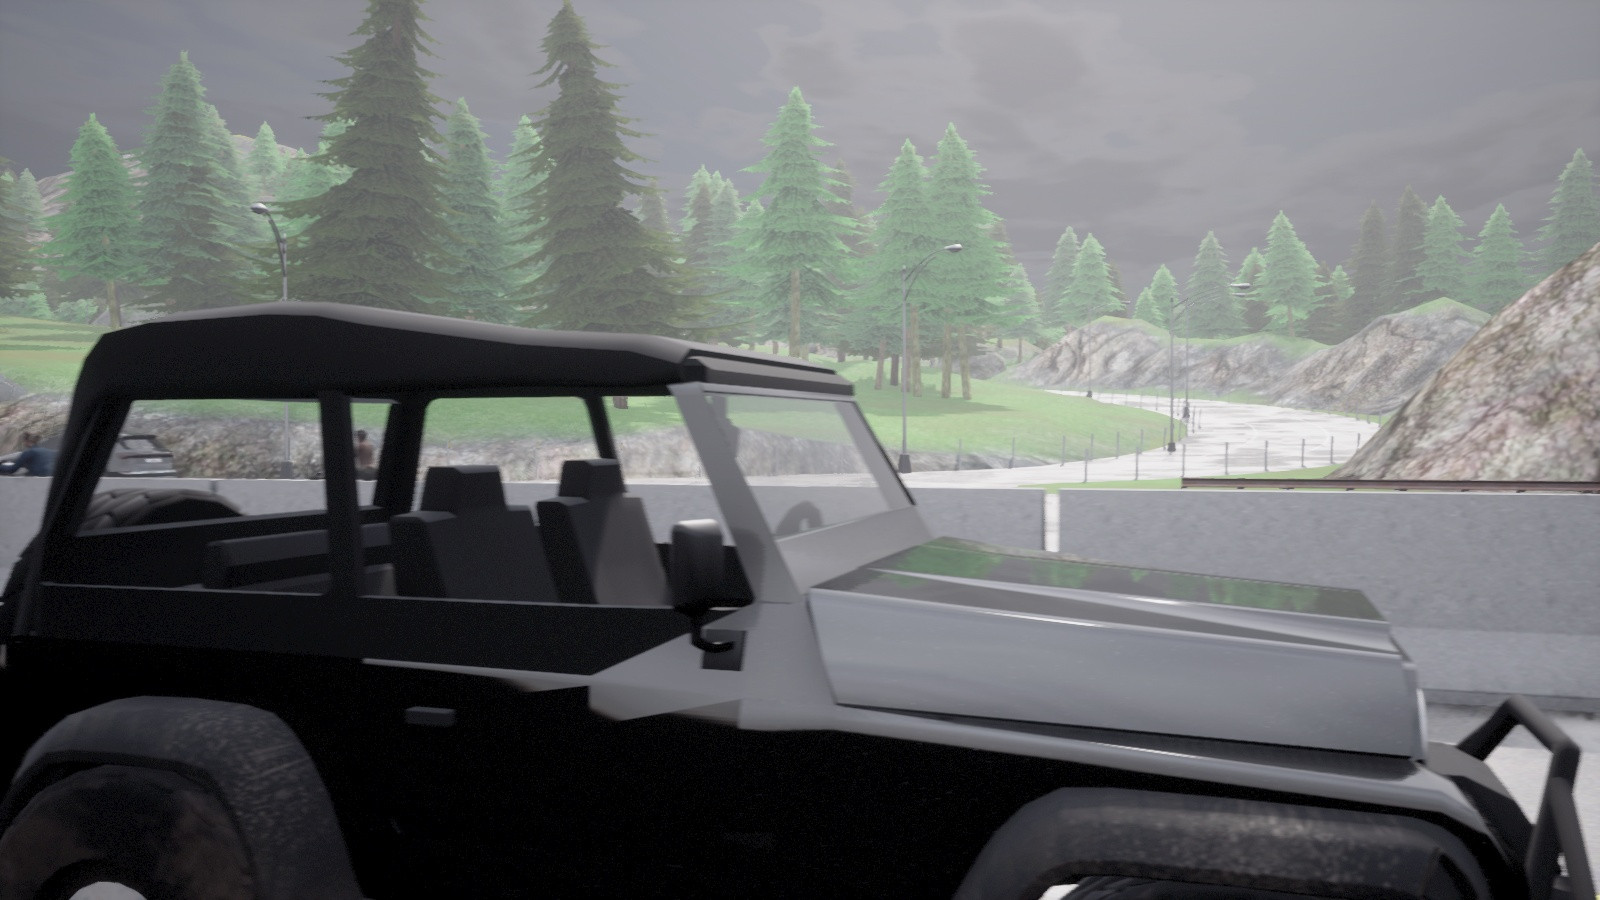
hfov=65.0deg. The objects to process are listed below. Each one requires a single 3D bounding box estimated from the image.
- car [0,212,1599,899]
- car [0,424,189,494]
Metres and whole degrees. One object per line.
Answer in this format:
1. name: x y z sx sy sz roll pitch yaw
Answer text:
1. car: -0.212 0.569 3.262 3.866 1.878 1.905 1 1 19
2. car: -17.987 0.186 31.398 4.856 1.649 2.033 1 1 19
